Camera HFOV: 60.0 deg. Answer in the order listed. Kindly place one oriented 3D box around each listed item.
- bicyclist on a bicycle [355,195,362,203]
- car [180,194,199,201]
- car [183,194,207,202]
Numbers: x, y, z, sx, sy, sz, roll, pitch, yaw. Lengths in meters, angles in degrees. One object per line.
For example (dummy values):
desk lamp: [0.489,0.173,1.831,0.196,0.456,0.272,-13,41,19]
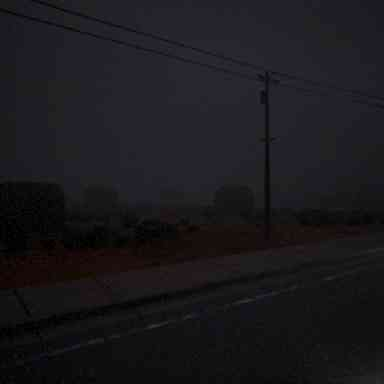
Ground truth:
bicyclist on a bicycle: [21.053,1.147,42.078,1.656,1.620,0.582,-1,0,-32]
car: [-0.583,1.083,69.853,1.994,1.385,4.181,0,0,-32]
car: [0.854,1.202,60.966,1.882,1.535,5.008,0,0,-32]
